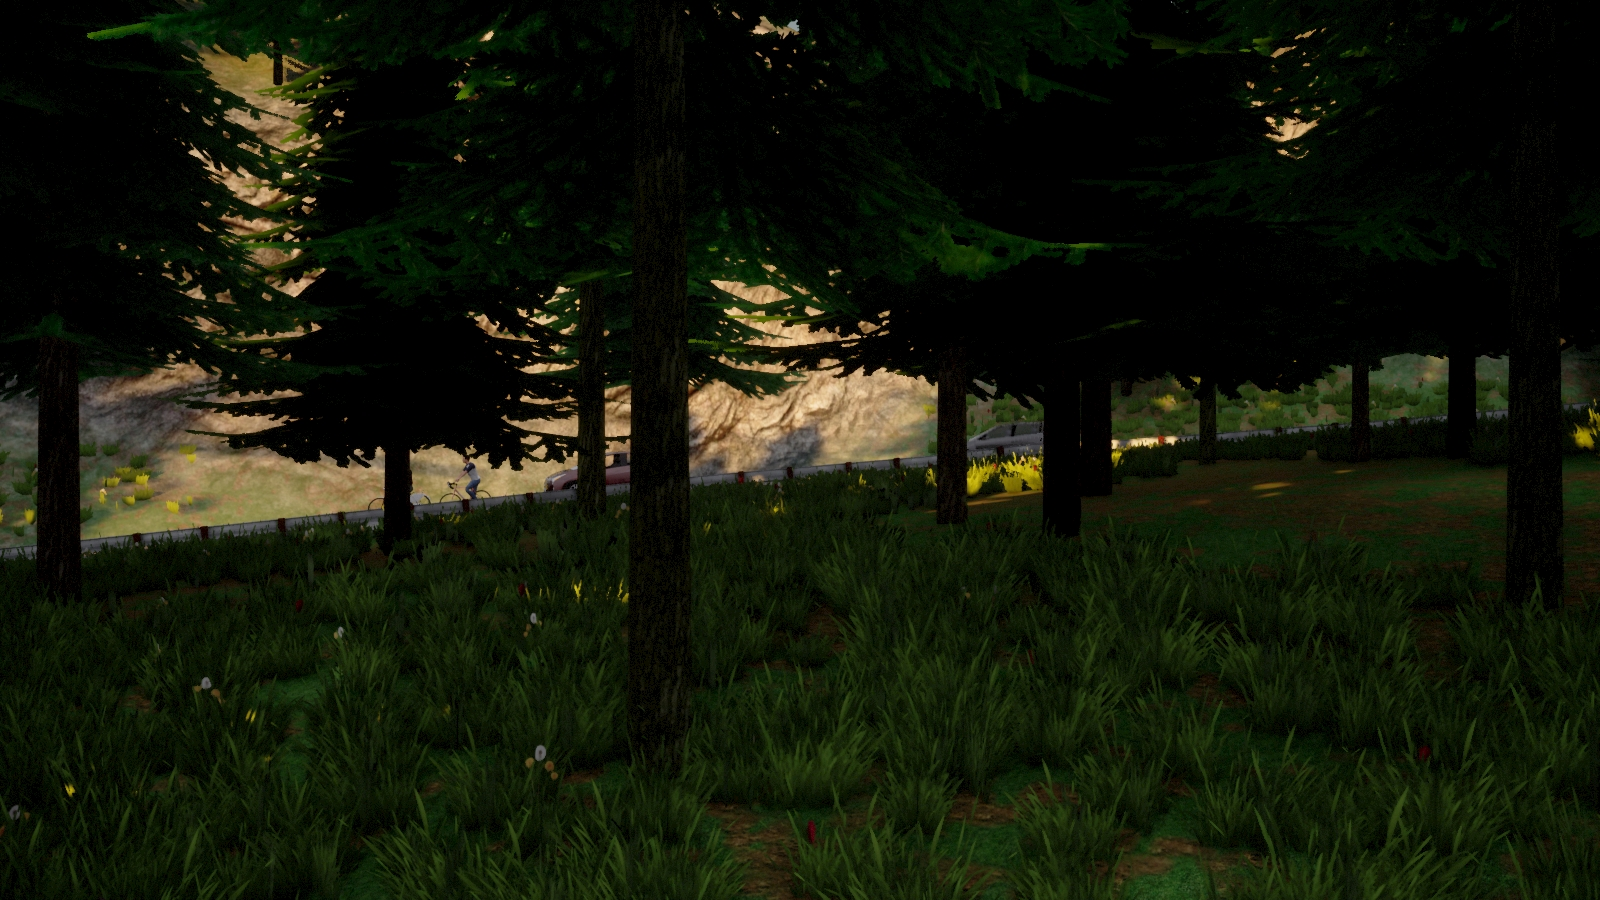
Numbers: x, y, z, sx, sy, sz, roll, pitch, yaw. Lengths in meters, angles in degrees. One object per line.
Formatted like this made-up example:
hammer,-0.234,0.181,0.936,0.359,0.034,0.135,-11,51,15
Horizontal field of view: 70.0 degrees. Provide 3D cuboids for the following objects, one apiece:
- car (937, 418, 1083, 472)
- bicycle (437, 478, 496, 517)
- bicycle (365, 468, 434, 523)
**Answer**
car,7.247,-0.176,39.942,4.792,1.488,2.163,-4,0,7
bicycle,-10.251,1.440,35.171,1.643,1.024,0.373,-5,3,-36
bicycle,-12.076,1.355,34.489,1.835,1.471,0.329,-5,2,-29
